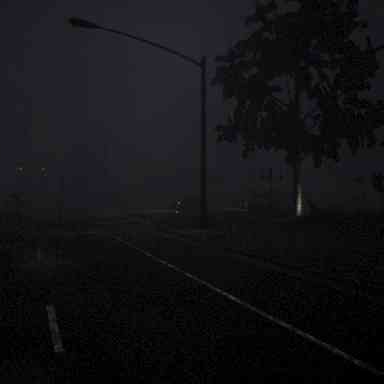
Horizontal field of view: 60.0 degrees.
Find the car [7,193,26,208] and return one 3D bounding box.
[{"bbox_3d":[-24.955,1.149,47.264,2.150,2.045,5.566,0,0,-27],"label":"car"}]

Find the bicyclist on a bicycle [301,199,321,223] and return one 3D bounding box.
[{"bbox_3d":[8.104,1.315,22.770,0.582,1.620,1.656,0,-2,-30],"label":"bicyclist on a bicycle"}]

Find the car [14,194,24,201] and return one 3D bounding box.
[{"bbox_3d":[-36.721,1.114,70.623,1.812,1.442,4.674,0,1,-27],"label":"car"}]

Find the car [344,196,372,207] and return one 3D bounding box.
[{"bbox_3d":[25.499,1.354,51.068,4.553,1.767,2.097,0,0,-30],"label":"car"}]

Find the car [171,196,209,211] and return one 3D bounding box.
[{"bbox_3d":[-0.276,1.353,41.389,4.553,1.767,2.097,0,0,-28],"label":"car"}]

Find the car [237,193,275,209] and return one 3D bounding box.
[{"bbox_3d":[9.026,1.221,46.327,5.566,2.045,2.150,0,0,-27],"label":"car"}]
